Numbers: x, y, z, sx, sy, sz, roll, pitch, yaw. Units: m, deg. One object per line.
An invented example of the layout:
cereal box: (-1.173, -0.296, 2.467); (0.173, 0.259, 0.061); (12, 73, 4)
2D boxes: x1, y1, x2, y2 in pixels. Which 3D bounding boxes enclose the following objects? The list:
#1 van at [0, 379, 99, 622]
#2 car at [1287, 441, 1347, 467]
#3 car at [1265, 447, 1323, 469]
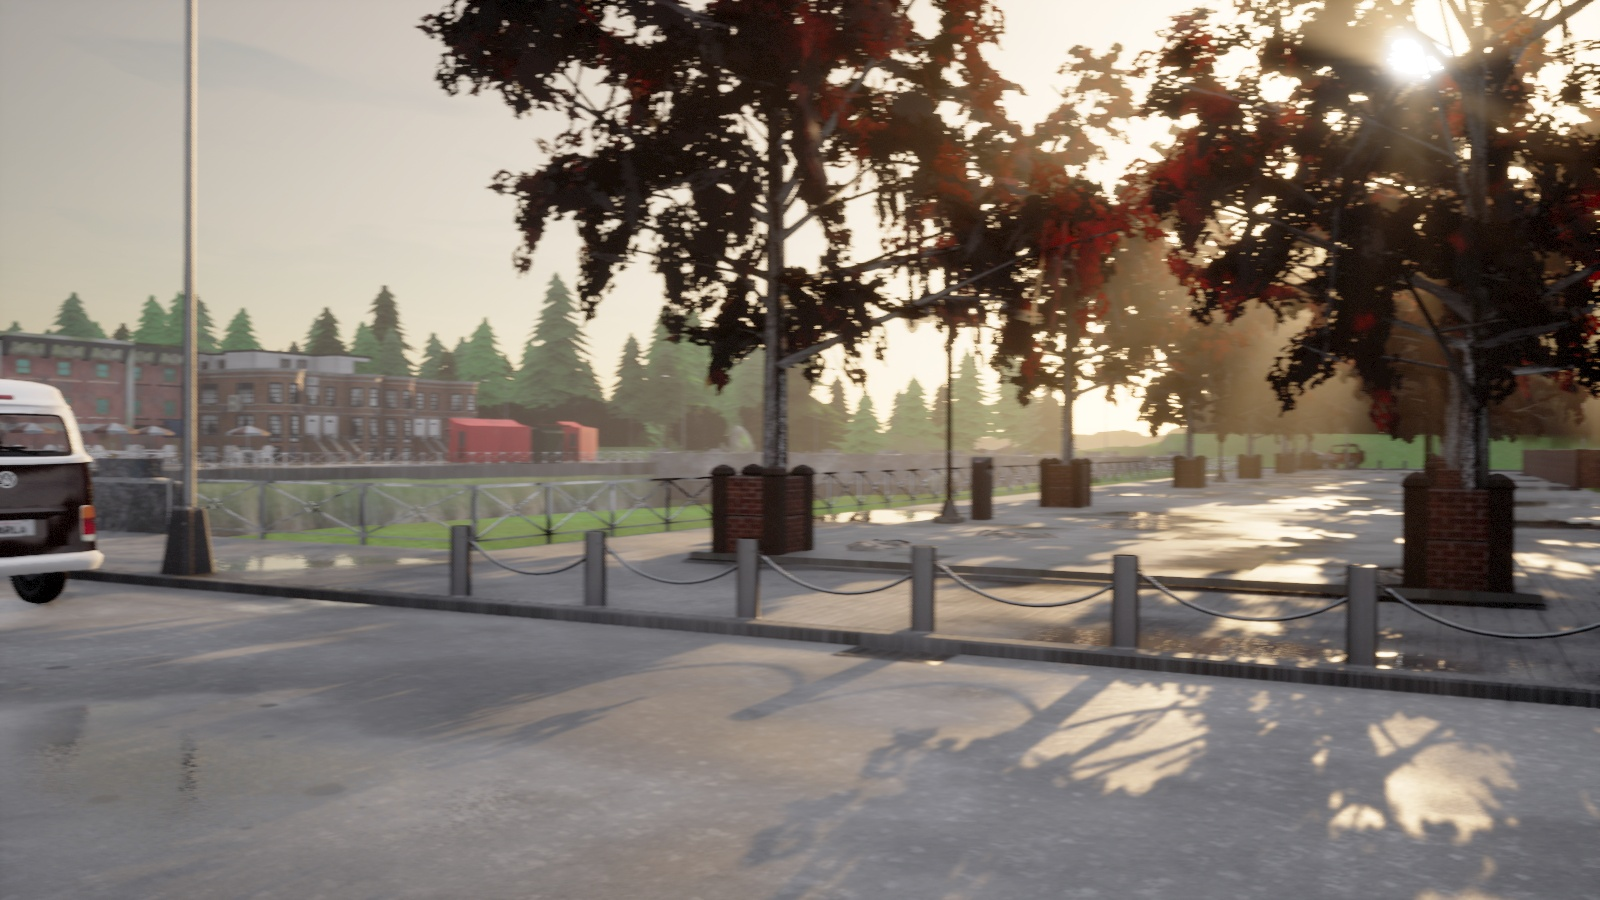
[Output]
van: (-8.729, 0.418, 11.446); (4.480, 2.038, 2.069); (0, 0, 30)
car: (36.969, 0.293, 89.774); (3.866, 1.878, 1.905); (0, 0, 26)
car: (34.118, 0.519, 86.721); (3.633, 1.501, 1.845); (0, 0, 26)
